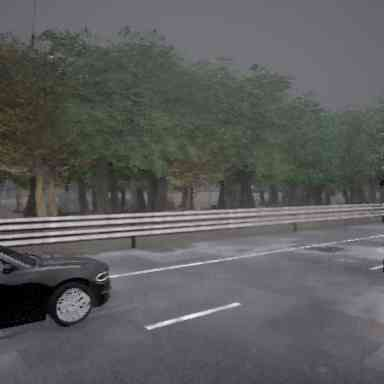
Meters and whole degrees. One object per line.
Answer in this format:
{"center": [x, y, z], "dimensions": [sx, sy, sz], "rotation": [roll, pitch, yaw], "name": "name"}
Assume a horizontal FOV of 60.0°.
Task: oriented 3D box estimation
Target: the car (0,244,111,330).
{"center": [-3.823, 1.474, 5.339], "dimensions": [5.008, 1.535, 1.882], "rotation": [0, 0, -35], "name": "car"}
